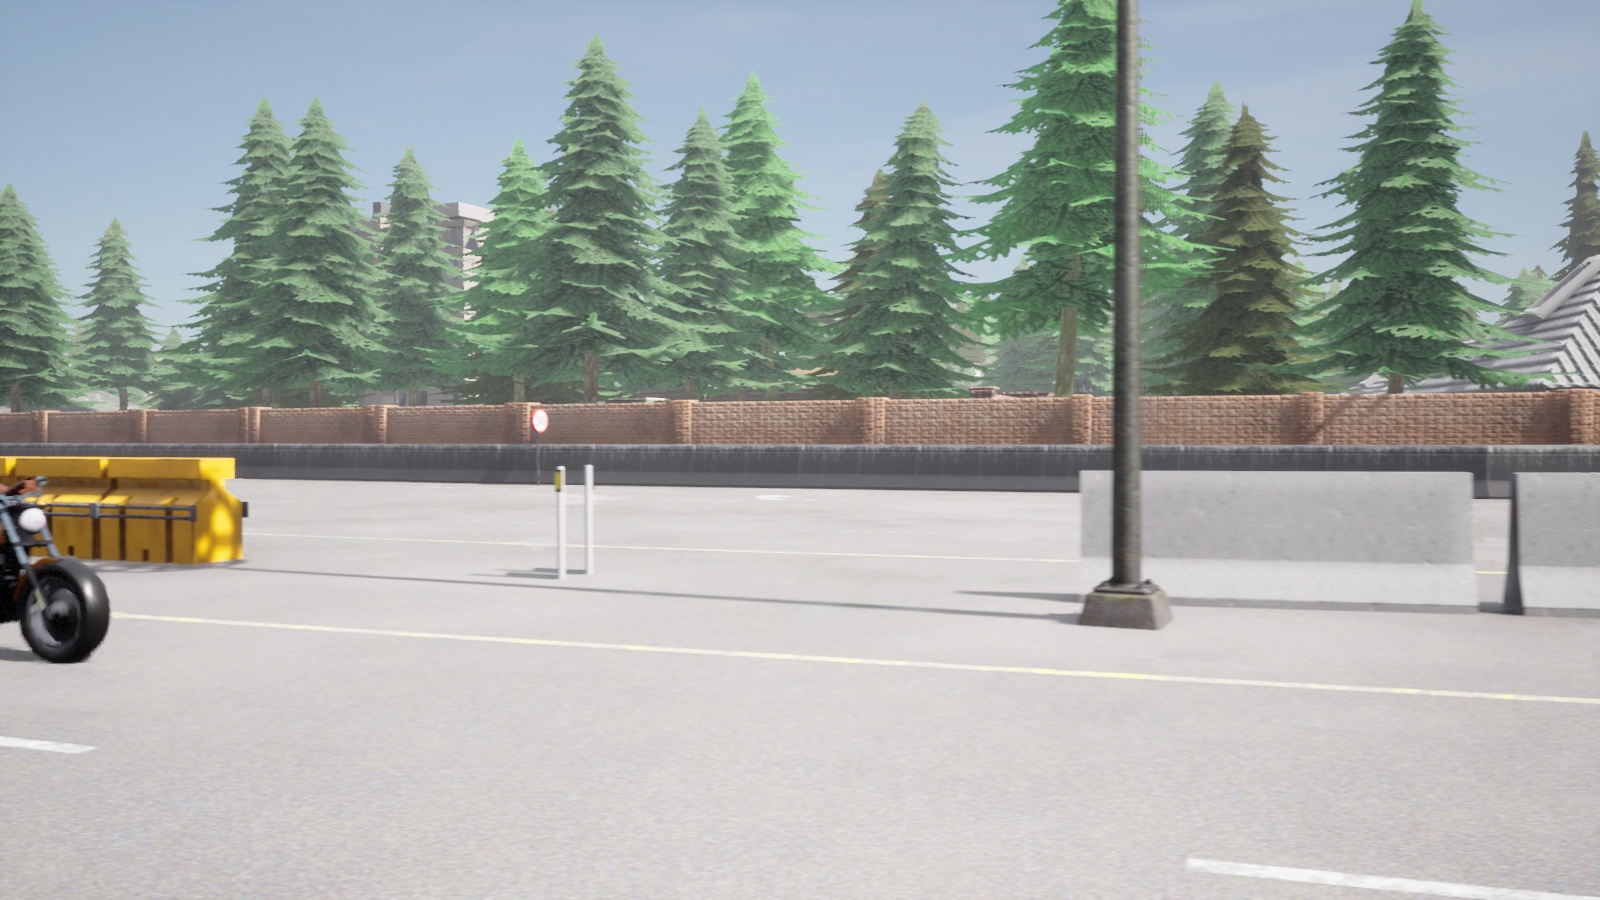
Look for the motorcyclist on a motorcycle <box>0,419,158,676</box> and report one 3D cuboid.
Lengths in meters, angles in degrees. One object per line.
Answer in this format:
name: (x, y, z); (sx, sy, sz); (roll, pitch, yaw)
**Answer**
motorcyclist on a motorcycle: (-5.739, 0.614, 8.862); (2.350, 1.649, 0.766); (1, 0, 21)
